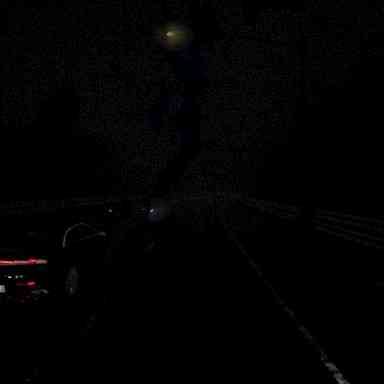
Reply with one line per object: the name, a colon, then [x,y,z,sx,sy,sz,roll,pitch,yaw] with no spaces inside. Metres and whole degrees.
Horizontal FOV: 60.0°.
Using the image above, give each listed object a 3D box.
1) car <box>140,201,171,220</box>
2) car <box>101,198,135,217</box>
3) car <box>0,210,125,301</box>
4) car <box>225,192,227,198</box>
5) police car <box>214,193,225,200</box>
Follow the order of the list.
car: [-2.793,1.381,26.222,1.994,1.385,4.181,0,0,2]
car: [-6.209,1.280,28.232,1.882,1.535,5.008,0,0,3]
car: [-3.314,1.430,8.141,2.128,1.511,4.902,0,0,1]
car: [7.624,1.016,89.671,1.812,1.442,4.674,0,0,8]
police car: [6.293,0.956,80.026,1.930,1.638,5.238,0,0,7]
